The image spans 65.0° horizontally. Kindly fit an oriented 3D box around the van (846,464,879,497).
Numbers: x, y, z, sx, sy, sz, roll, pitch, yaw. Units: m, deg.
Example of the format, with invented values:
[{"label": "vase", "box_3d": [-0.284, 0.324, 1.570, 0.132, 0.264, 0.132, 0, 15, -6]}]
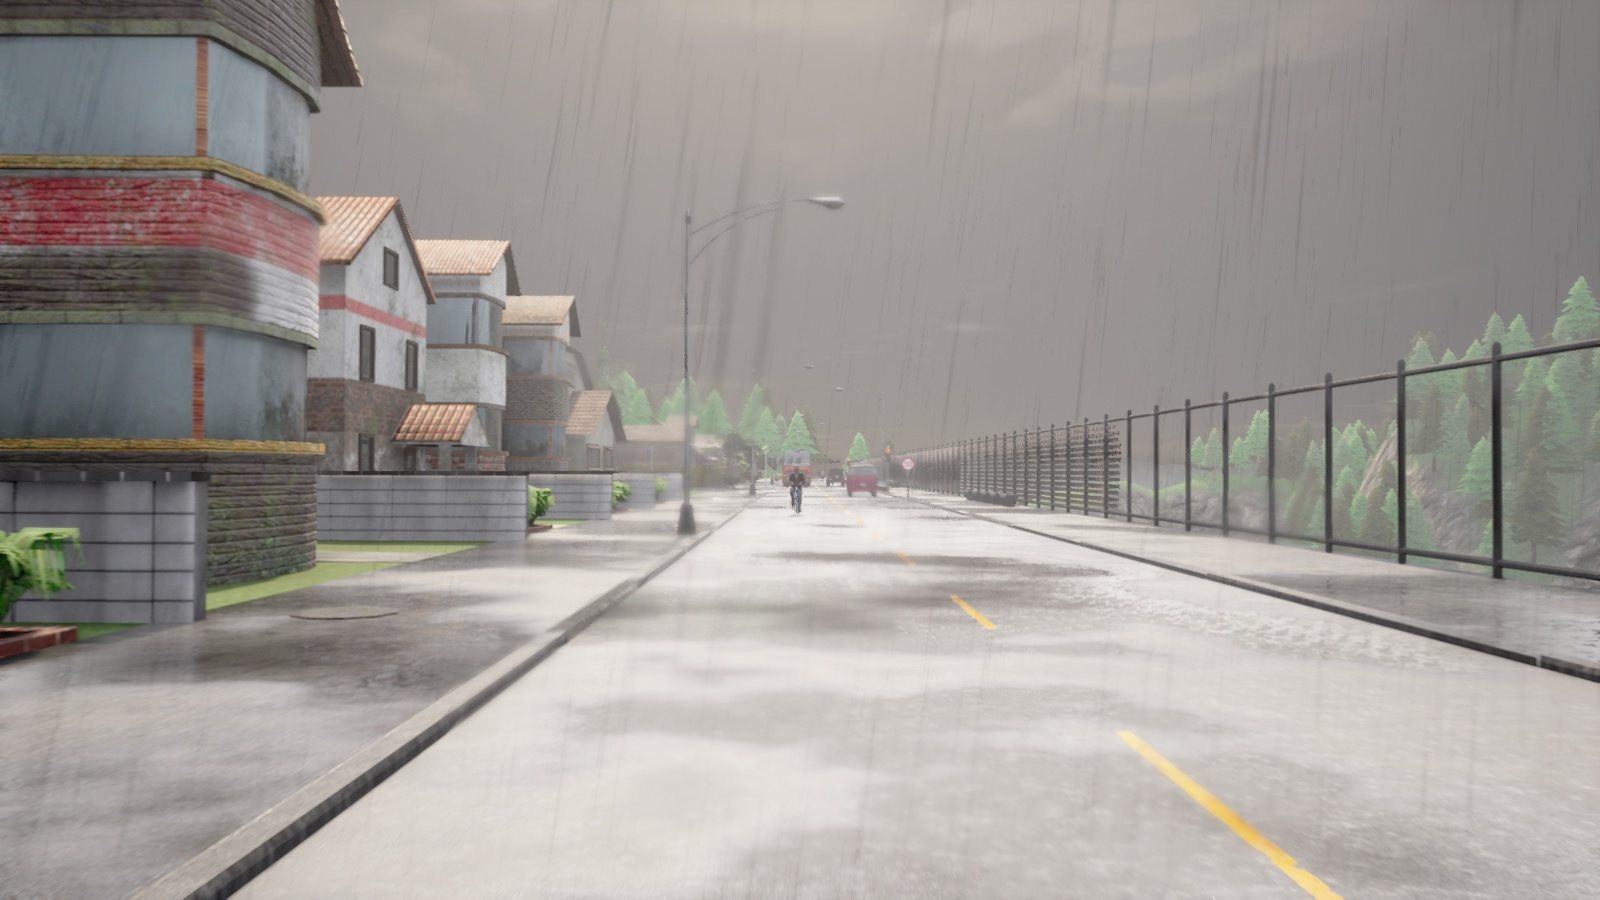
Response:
[{"label": "van", "box_3d": [3.811, 1.835, 76.648, 1.775, 1.987, 4.442, 0, -1, 0]}]
